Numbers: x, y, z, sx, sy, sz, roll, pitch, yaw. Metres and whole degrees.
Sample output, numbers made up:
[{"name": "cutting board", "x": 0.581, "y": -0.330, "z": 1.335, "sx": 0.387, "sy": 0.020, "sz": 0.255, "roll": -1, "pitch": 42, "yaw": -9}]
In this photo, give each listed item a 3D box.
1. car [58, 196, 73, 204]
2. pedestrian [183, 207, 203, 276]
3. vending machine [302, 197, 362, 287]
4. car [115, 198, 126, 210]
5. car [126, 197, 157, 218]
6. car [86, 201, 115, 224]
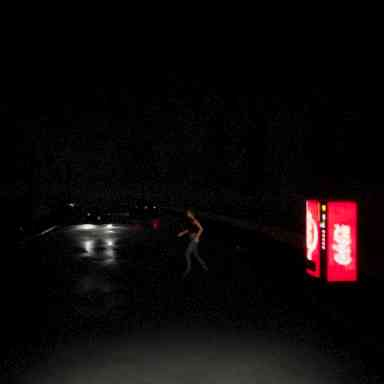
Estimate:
[{"name": "car", "x": -24.019, "y": 1.463, "z": 62.946, "sx": 1.882, "sy": 1.535, "sz": 5.008, "roll": 0, "pitch": 0, "yaw": -33}, {"name": "pedestrian", "x": 0.027, "y": 1.292, "z": 8.810, "sx": 0.375, "sy": 1.860, "sz": 0.375, "roll": 0, "pitch": 0, "yaw": -5}, {"name": "vending machine", "x": 3.489, "y": 1.193, "z": 8.375, "sx": 1.100, "sy": 2.100, "sz": 0.880, "roll": 0, "pitch": 0, "yaw": -5}, {"name": "car", "x": -9.292, "y": 1.538, "z": 43.787, "sx": 2.033, "sy": 1.411, "sz": 5.357, "roll": 0, "pitch": 0, "yaw": -25}, {"name": "car", "x": -4.506, "y": 1.346, "z": 30.106, "sx": 2.097, "sy": 1.767, "sz": 4.553, "roll": 0, "pitch": 0, "yaw": -16}, {"name": "car", "x": -6.952, "y": 1.520, "z": 25.063, "sx": 1.812, "sy": 1.442, "sz": 4.674, "roll": 0, "pitch": 0, "yaw": -14}]
